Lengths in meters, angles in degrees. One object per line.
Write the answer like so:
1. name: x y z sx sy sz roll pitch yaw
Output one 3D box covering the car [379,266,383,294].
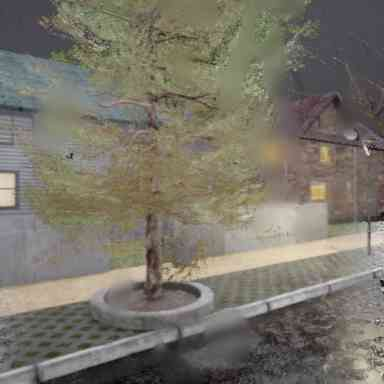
1. car: 5.927 1.495 7.187 4.674 1.442 1.812 0 0 -36
